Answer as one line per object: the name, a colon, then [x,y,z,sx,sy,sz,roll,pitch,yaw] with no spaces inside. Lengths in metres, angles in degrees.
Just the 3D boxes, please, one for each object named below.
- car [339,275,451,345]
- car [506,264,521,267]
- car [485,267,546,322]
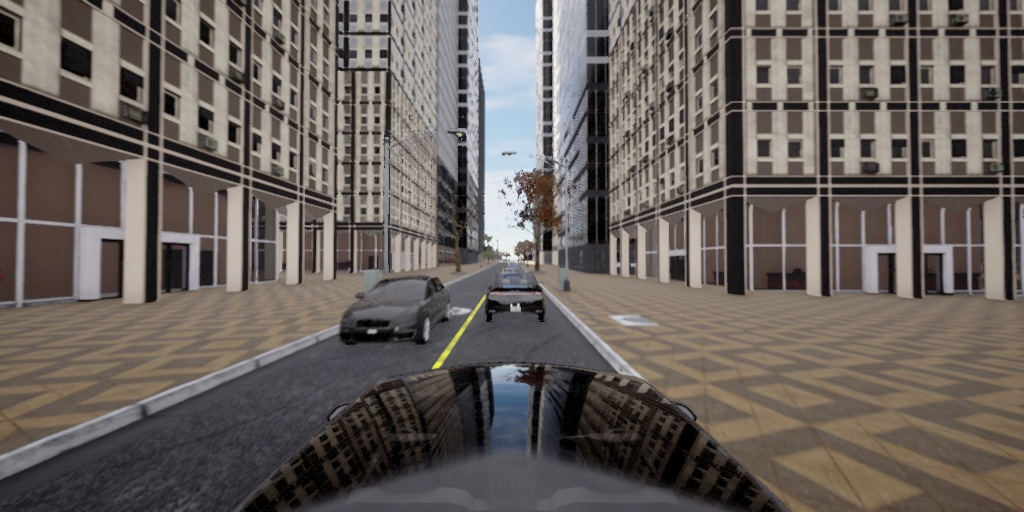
car: [-2.848,1.294,9.730,1.837,1.490,4.892,0,0,0]
car: [0.108,1.457,34.080,2.033,1.411,5.357,0,0,0]
car: [0.103,1.295,12.565,2.128,1.511,4.902,0,0,0]
